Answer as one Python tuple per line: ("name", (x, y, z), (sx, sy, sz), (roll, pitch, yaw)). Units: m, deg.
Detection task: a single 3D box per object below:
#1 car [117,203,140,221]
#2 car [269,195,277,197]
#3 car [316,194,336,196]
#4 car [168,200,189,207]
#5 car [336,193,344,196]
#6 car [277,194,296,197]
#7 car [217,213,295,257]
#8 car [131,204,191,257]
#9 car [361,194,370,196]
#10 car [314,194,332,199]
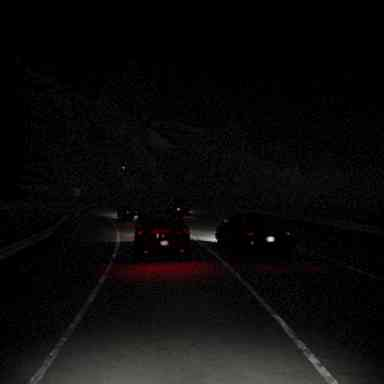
("car", (-4.796, 1.533, 26.420), (1.895, 1.301, 4.718), (0, 0, -19))
("car", (20.546, 1.279, 79.371), (4.718, 1.301, 1.895), (0, 0, -21))
("car", (27.524, 1.191, 70.871), (4.892, 1.490, 1.837), (0, 0, -24))
("car", (-1.283, 1.470, 31.277), (1.994, 1.385, 4.181), (0, 0, -3))
("car", (36.690, 1.121, 84.252), (4.892, 1.490, 1.837), (0, 0, -35))
("car", (22.995, 1.225, 76.579), (5.357, 1.411, 2.033), (0, 0, -21))
("car", (2.276, 1.515, 12.892), (1.994, 1.385, 4.181), (0, 0, -9))
("car", (-1.247, 1.439, 12.896), (1.882, 1.535, 5.008), (0, 0, -9))
("car", (41.191, 1.177, 78.882), (4.181, 1.385, 1.994), (0, 0, -35))
("car", (34.192, 1.212, 86.749), (4.718, 1.301, 1.895), (0, 0, -35))
